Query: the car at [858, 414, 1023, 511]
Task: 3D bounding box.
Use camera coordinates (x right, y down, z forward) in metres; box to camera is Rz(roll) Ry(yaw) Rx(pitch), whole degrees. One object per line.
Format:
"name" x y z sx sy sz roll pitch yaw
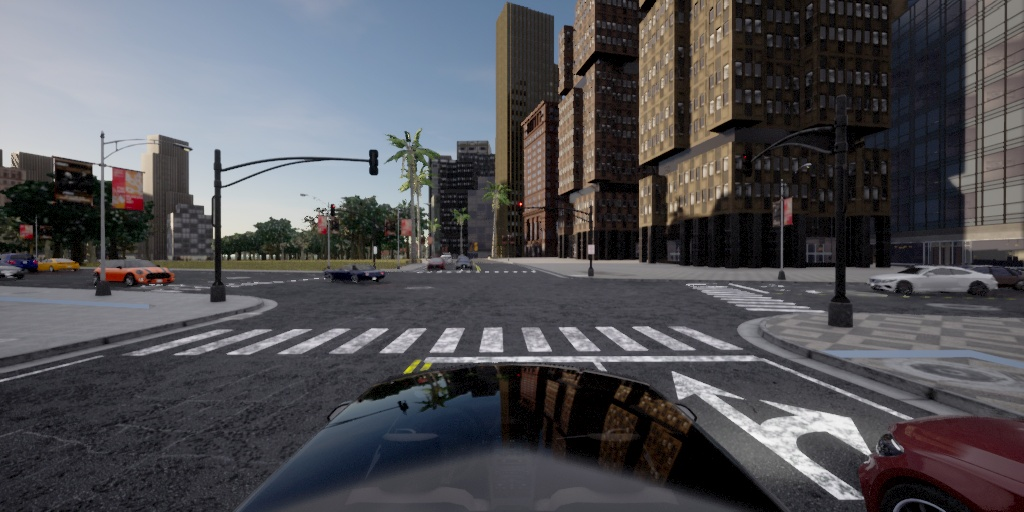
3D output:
"car" 3.266 1.276 0.435 1.812 1.442 4.674 0 0 0

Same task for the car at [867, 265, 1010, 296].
"car" 21.309 1.221 18.343 4.674 1.442 1.812 0 0 15

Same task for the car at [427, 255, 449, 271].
"car" -8.998 0.931 42.938 1.882 1.535 5.008 0 1 -6

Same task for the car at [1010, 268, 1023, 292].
"car" 26.331 1.232 20.387 5.357 1.411 2.033 0 0 15

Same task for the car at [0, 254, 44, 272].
"car" -52.695 0.778 37.565 5.566 2.045 2.150 0 0 15

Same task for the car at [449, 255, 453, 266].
"car" -10.931 0.861 58.264 1.895 1.301 4.718 0 1 -8

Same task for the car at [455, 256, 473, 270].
"car" -5.778 1.012 43.551 1.994 1.385 4.181 0 1 -6

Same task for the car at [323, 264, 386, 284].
"car" -11.464 1.258 25.930 4.718 1.301 1.895 0 0 30

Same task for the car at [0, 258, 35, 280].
"car" -39.841 1.105 27.368 4.902 1.511 2.128 0 0 14

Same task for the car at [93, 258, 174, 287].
"car" -24.577 1.006 23.358 4.553 1.767 2.097 0 0 15
